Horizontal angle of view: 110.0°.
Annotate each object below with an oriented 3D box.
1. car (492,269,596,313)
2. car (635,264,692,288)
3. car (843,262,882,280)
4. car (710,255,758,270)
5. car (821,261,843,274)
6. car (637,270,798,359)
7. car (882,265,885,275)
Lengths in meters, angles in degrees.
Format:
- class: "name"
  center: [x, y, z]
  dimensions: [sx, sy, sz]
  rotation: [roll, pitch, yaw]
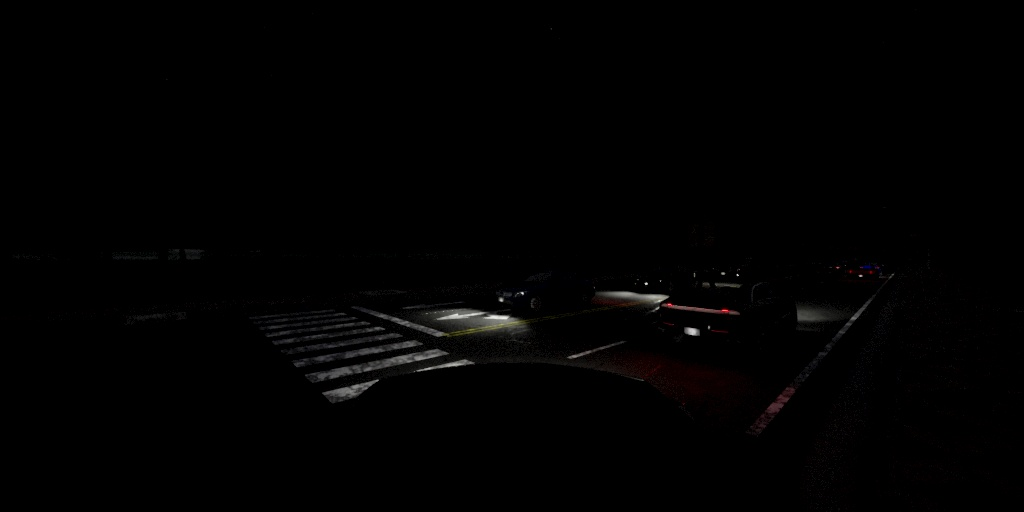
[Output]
- class: "car"
  center: [1.389, 1.243, 13.929]
  dimensions: [4.674, 1.442, 1.812]
  rotation: [0, 0, -41]
- class: "car"
  center: [8.968, 1.236, 20.785]
  dimensions: [4.892, 1.490, 1.837]
  rotation: [0, 0, -42]
- class: "car"
  center: [31.458, 1.408, 32.115]
  dimensions: [4.718, 1.301, 1.895]
  rotation: [0, 0, -42]
- class: "car"
  center: [17.996, 0.968, 28.925]
  dimensions: [5.566, 2.045, 2.150]
  rotation: [0, 1, -42]
- class: "car"
  center: [38.088, 1.353, 42.460]
  dimensions: [5.357, 1.411, 2.033]
  rotation: [0, 0, -42]
- class: "car"
  center: [5.280, 1.249, 8.554]
  dimensions: [4.902, 1.511, 2.128]
  rotation: [0, 0, -42]
- class: "car"
  center: [38.769, 1.347, 38.764]
  dimensions: [4.674, 1.442, 1.812]
  rotation: [0, 0, -42]
